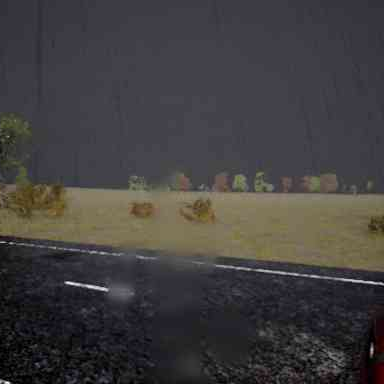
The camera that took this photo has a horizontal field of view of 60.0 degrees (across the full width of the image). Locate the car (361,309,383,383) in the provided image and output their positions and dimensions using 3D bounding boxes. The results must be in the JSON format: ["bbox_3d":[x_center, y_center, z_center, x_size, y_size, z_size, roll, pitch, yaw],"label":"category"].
[{"bbox_3d":[3.758,1.569,2.775,4.181,1.385,1.994,0,0,27],"label":"car"}]
